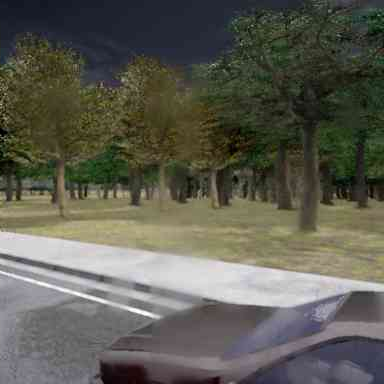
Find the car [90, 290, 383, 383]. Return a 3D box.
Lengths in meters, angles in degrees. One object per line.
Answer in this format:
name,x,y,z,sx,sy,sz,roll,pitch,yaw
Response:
car,1.619,1.548,2.407,5.357,1.411,2.033,0,0,35
